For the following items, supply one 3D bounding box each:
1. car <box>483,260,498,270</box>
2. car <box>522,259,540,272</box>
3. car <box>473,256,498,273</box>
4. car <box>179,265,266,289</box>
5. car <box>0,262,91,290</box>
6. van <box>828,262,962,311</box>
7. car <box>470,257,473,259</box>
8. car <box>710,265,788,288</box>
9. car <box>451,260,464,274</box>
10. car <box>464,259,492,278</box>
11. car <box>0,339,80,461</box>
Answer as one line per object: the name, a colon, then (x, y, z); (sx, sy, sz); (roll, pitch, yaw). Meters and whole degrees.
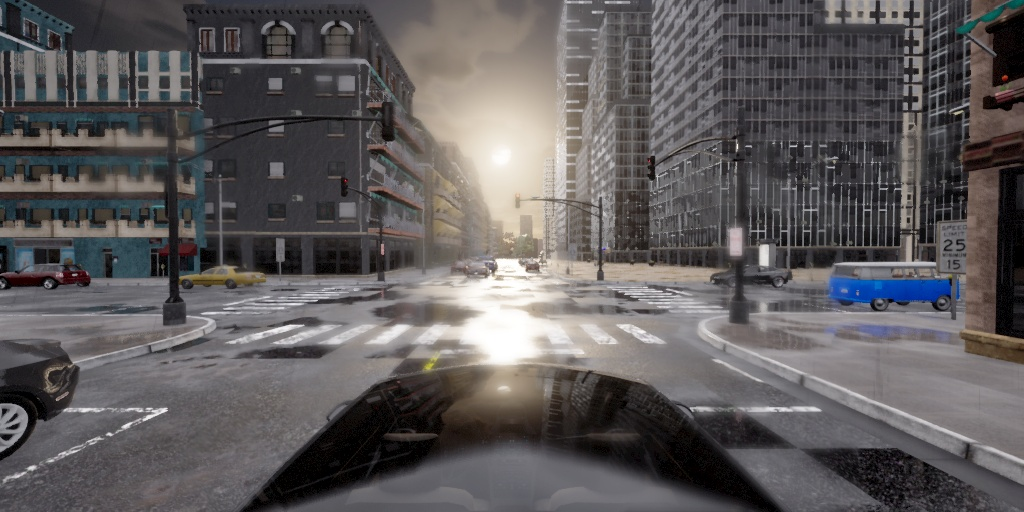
car: (-3.184, 1.309, 54.061); (1.994, 1.385, 4.181); (0, 0, 0)
car: (2.573, 1.289, 45.928); (1.888, 1.381, 4.507); (0, 0, 0)
car: (-3.175, 0.966, 44.087); (2.150, 2.045, 5.566); (0, 0, 0)
car: (-17.921, 1.247, 22.099); (4.829, 1.417, 1.751); (0, 0, 0)
car: (-28.819, 1.189, 22.060); (4.097, 1.591, 1.967); (0, 0, 0)
van: (14.667, 1.117, 13.834); (3.998, 1.789, 1.690); (0, 0, 0)
car: (-5.775, 1.184, 45.854); (1.967, 1.591, 4.097); (0, 0, 0)
car: (14.637, 1.216, 22.214); (4.313, 1.339, 1.948); (0, 0, 0)
car: (-5.764, 1.289, 40.205); (1.888, 1.381, 4.507); (0, 0, 0)
car: (-3.160, 1.270, 34.181); (1.812, 1.442, 4.674); (0, 0, 0)
car: (-5.691, 1.300, 2.139); (2.007, 1.370, 4.403); (0, 0, 0)
